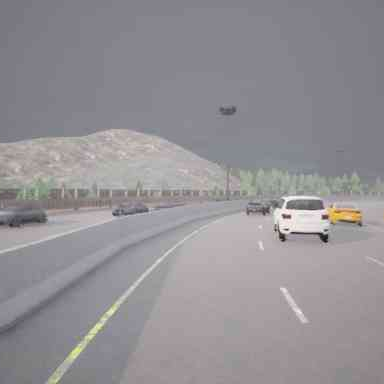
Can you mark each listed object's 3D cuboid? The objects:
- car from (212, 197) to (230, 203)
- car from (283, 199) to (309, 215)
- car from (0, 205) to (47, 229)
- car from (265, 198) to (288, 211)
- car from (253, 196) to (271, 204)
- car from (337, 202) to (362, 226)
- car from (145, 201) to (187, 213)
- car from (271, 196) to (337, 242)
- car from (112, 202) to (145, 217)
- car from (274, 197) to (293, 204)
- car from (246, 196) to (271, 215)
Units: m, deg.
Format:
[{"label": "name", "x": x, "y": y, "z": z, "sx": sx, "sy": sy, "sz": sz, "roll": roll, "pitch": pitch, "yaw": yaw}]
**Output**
[{"label": "car", "x": 5.346, "y": 1.572, "z": 60.859, "sx": 1.994, "sy": 1.385, "sz": 4.181, "roll": 0, "pitch": 0, "yaw": 35}, {"label": "car", "x": 10.906, "y": 1.495, "z": 34.549, "sx": 2.128, "sy": 1.511, "sz": 4.902, "roll": 0, "pitch": 0, "yaw": 23}, {"label": "car", "x": -11.534, "y": 1.567, "z": 21.939, "sx": 1.994, "sy": 1.385, "sz": 4.181, "roll": 0, "pitch": 0, "yaw": 13}, {"label": "car", "x": 11.007, "y": 1.510, "z": 43.054, "sx": 1.837, "sy": 1.490, "sz": 4.892, "roll": 0, "pitch": 0, "yaw": 28}, {"label": "car", "x": 14.017, "y": 1.566, "z": 66.506, "sx": 1.994, "sy": 1.385, "sz": 4.181, "roll": 0, "pitch": 0, "yaw": 39}, {"label": "car", "x": 10.728, "y": 1.481, "z": 23.754, "sx": 1.882, "sy": 1.535, "sz": 5.008, "roll": 0, "pitch": 0, "yaw": 16}, {"label": "car", "x": -1.994, "y": 1.552, "z": 30.799, "sx": 2.033, "sy": 1.411, "sz": 5.357, "roll": 0, "pitch": 0, "yaw": 18}, {"label": "car", "x": 5.371, "y": 1.224, "z": 16.755, "sx": 2.150, "sy": 2.045, "sz": 5.566, "roll": 0, "pitch": 0, "yaw": 11}, {"label": "car", "x": -5.620, "y": 1.568, "z": 30.630, "sx": 1.994, "sy": 1.385, "sz": 4.181, "roll": 0, "pitch": 0, "yaw": 18}, {"label": "car", "x": 18.260, "y": 1.605, "z": 66.158, "sx": 1.895, "sy": 1.301, "sz": 4.718, "roll": 0, "pitch": 0, "yaw": 42}, {"label": "car", "x": 6.707, "y": 1.496, "z": 33.529, "sx": 2.128, "sy": 1.511, "sz": 4.902, "roll": 0, "pitch": 0, "yaw": 21}]
